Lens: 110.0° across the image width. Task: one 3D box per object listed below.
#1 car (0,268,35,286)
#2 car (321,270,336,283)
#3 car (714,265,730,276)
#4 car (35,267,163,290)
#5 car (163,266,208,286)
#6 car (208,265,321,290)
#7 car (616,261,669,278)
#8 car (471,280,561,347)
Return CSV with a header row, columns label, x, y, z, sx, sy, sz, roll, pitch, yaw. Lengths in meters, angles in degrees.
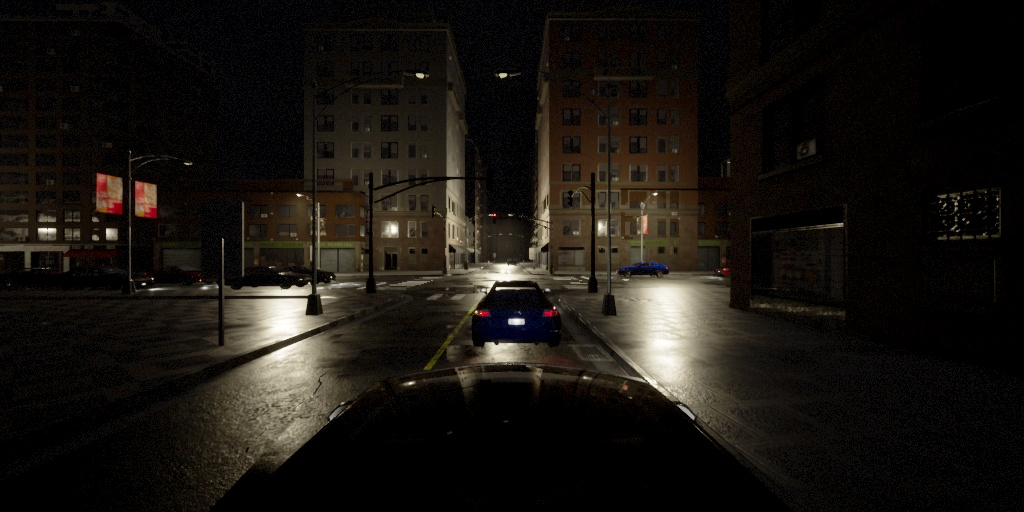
label,x,y,z,sx,sy,sz,roll,pitch,yaw
car,-33.716,1.468,25.794,4.718,1.301,1.895,0,0,0
car,-15.043,1.364,25.876,4.181,1.385,1.994,0,0,0
car,20.899,1.225,32.746,4.181,1.385,1.994,0,0,0
car,-25.837,1.390,22.578,5.357,1.411,2.033,0,0,0
car,-23.824,1.398,25.832,4.181,1.385,1.994,0,0,-1
car,-15.457,1.350,22.626,5.357,1.411,2.033,0,0,0
car,11.860,1.217,32.707,4.674,1.442,1.812,0,0,0
car,0.097,1.314,9.342,1.994,1.385,4.181,0,0,0
